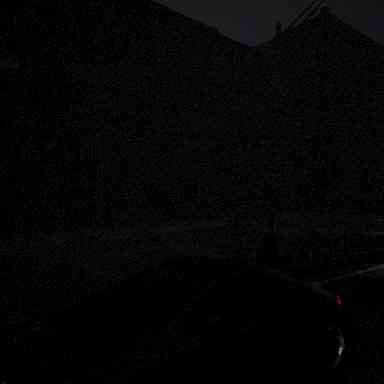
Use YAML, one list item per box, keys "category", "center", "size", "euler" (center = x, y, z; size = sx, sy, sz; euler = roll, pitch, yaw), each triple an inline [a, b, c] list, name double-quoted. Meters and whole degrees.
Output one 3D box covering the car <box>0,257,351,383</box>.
- category: "car"
  center: [0.025, 1.561, 3.996]
  size: [4.181, 1.385, 1.994]
  euler: [0, 0, -35]
